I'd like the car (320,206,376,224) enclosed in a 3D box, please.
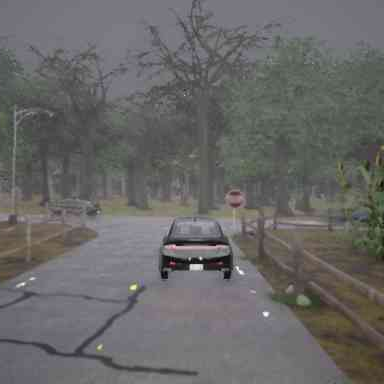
[{"bbox_3d":[12.915,1.860,27.231,4.674,1.442,1.812,1,0,-1],"label":"car"}]

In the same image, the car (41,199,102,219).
[{"bbox_3d":[-9.780,1.300,26.950,4.892,1.490,1.837,1,-2,13],"label":"car"}]

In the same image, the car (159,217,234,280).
[{"bbox_3d":[0.099,1.489,9.961,2.128,1.511,4.902,0,0,0],"label":"car"}]
